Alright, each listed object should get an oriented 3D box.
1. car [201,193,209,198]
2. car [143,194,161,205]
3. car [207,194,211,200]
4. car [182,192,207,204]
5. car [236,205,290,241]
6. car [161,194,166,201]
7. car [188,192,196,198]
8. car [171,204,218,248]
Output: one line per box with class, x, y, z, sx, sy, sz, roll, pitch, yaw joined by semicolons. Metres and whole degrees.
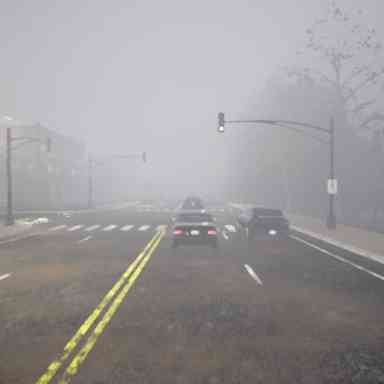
car;3.273;0.896;85.060;1.994;1.385;4.181;0;0;0
car;-6.551;1.194;52.472;2.128;1.511;4.902;0;0;0
car;3.269;1.090;74.642;2.128;1.511;4.902;0;0;0
car;0.108;1.166;33.099;2.097;1.767;4.553;0;0;0
car;3.354;1.414;16.231;1.837;1.490;4.892;0;0;0
car;-6.481;1.120;68.508;2.128;1.511;4.902;0;0;0
car;0.023;0.843;85.061;1.837;1.490;4.892;0;0;0
car;0.102;1.467;14.284;2.033;1.411;5.357;0;0;0
